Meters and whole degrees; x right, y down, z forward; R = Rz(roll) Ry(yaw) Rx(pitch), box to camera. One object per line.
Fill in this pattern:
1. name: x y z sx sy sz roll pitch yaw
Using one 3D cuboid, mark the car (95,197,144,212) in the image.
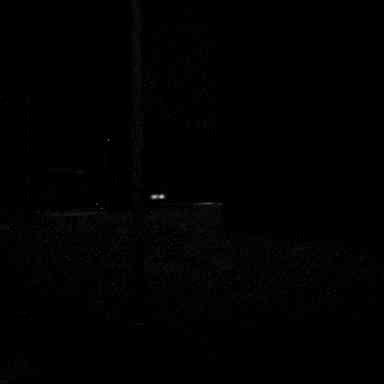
1. car: -6.819 1.144 31.555 1.895 1.301 4.718 -1 0 36
